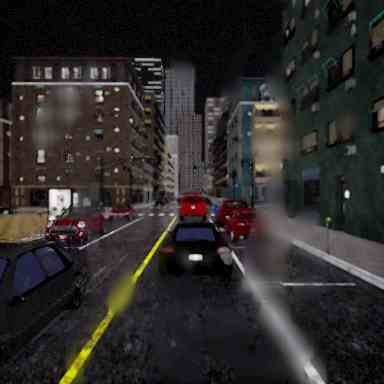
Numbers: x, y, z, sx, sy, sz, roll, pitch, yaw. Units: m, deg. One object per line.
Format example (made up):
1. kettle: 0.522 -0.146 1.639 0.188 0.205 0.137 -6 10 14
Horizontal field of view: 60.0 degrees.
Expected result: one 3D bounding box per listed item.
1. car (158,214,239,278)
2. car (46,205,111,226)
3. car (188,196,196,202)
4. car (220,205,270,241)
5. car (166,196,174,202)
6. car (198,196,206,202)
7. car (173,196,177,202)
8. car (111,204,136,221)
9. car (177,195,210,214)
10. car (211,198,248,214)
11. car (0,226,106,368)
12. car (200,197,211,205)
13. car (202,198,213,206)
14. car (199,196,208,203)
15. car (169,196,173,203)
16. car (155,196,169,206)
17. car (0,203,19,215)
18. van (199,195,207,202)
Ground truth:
1. car: 0.094 1.588 10.223 1.994 1.385 4.181 0 0 0
2. car: -5.698 1.479 16.660 1.967 1.590 4.097 0 0 0
3. car: -0.001 1.766 89.148 2.128 1.511 4.902 0 0 0
4. car: 2.684 1.584 16.659 1.887 1.381 4.507 0 0 0
5. car: -5.697 1.789 87.739 1.887 1.381 4.507 0 0 0
6. car: 2.684 1.810 87.726 1.947 1.339 4.313 0 0 0
7. car: -3.000 1.820 81.856 1.895 1.301 4.718 0 0 0
8. car: -5.697 1.649 27.716 1.802 1.307 4.206 0 0 0
9. car: 0.097 1.290 28.425 2.150 2.045 5.566 0 0 0
10. car: 2.682 1.368 22.188 2.192 1.841 5.009 0 0 0
11. car: -3.101 1.559 5.159 2.033 1.411 5.357 0 0 0
12. car: 2.684 1.739 65.633 1.947 1.339 4.313 0 0 0
13. car: 2.684 1.739 60.109 1.802 1.307 4.206 0 0 0
14. car: 2.684 1.753 76.679 1.887 1.381 4.507 0 0 0
15. car: -5.697 1.757 71.168 1.947 1.339 4.313 0 0 0
16. car: -5.697 1.722 60.121 1.947 1.339 4.313 0 0 0
17. car: -22.403 1.983 38.469 4.403 1.369 2.008 -1 1 0
18. van: 2.682 1.567 82.203 1.690 1.788 3.998 0 0 0
